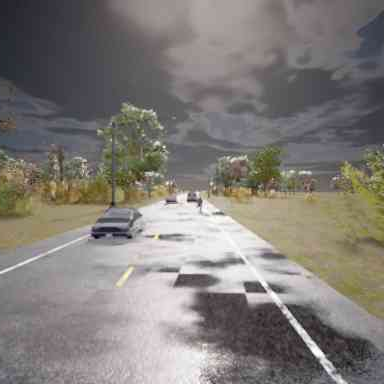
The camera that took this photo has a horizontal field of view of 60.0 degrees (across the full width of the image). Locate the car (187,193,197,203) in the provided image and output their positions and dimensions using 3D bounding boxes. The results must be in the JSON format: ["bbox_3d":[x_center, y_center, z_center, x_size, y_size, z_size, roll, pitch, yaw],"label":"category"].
[{"bbox_3d":[0.024,1.400,64.817,1.895,1.301,4.718,0,0,1],"label":"car"}]

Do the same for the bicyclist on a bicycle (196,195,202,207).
[{"bbox_3d":[0.973,1.298,47.730,0.866,1.612,1.509,0,0,0],"label":"bicyclist on a bicycle"}]

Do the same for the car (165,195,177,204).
[{"bbox_3d":[-3.558,1.302,57.843,1.882,1.535,5.008,0,0,1],"label":"car"}]

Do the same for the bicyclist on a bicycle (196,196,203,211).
[{"bbox_3d":[0.958,1.350,36.922,0.582,1.620,1.656,0,0,0],"label":"bicyclist on a bicycle"}]

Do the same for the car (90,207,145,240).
[{"bbox_3d":[-3.601,1.502,17.097,2.033,1.411,5.357,0,0,0],"label":"car"}]
